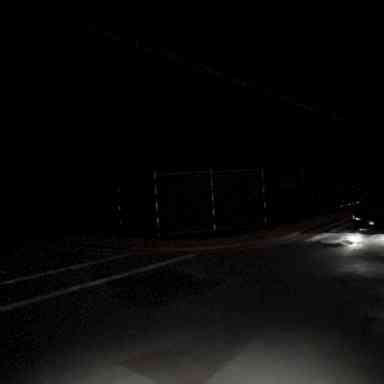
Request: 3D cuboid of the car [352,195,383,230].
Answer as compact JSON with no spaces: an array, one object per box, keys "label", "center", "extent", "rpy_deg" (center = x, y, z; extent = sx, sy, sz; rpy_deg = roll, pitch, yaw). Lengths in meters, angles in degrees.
[{"label":"car","center":[9.210,0.972,16.112],"extent":[1.837,1.490,4.892],"rpy_deg":[-4,0,40]}]
